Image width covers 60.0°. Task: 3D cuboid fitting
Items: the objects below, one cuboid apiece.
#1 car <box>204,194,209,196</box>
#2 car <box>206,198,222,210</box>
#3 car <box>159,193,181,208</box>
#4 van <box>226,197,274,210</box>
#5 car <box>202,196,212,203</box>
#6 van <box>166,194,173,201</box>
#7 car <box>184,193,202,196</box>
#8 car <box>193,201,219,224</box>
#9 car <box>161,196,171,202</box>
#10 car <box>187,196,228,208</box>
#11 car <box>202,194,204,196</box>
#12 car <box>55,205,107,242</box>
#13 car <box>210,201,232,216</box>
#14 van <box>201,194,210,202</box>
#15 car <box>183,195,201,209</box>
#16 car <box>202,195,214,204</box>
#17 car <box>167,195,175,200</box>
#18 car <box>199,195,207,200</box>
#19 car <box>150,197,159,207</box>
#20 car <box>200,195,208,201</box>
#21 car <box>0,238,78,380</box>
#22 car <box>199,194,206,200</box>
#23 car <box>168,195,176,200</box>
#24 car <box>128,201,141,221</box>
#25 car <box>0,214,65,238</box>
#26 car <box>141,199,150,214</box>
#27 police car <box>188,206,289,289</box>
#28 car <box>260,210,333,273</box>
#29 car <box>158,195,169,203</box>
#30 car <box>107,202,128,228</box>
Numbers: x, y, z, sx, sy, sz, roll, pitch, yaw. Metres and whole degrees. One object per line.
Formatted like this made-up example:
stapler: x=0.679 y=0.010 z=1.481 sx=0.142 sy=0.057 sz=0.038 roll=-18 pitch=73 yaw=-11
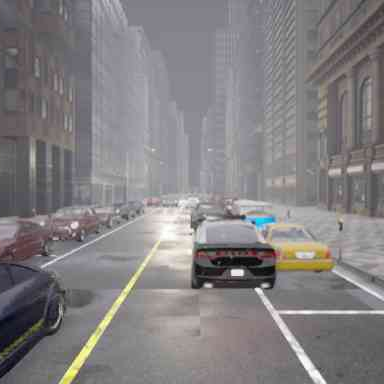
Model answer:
car: x=2.839 y=1.281 z=38.308 sx=2.192 sy=1.841 sz=5.009 roll=0 pitch=0 yaw=0
car: x=2.852 y=1.529 z=43.910 sx=1.947 sy=1.339 sz=4.313 roll=0 pitch=0 yaw=0
car: x=-2.997 y=1.314 z=47.069 sx=2.097 sy=1.767 sz=4.553 roll=0 pitch=0 yaw=0
van: x=2.792 y=1.324 z=15.902 sx=1.690 sy=1.788 sz=3.998 roll=0 pitch=0 yaw=0
car: x=2.899 y=1.535 z=66.317 sx=1.802 sy=1.307 sz=4.206 roll=0 pitch=0 yaw=0
van: x=-5.592 y=1.287 z=83.132 sx=1.690 sy=1.788 sz=3.998 roll=0 pitch=0 yaw=0
car: x=0.119 y=1.310 z=55.845 sx=2.097 sy=1.767 sz=4.553 roll=0 pitch=0 yaw=0
car: x=0.952 y=1.501 z=25.144 sx=1.812 sy=1.442 sz=4.674 roll=0 pitch=0 yaw=0
car: x=-5.615 y=1.495 z=71.927 sx=1.887 sy=1.381 sz=4.507 roll=0 pitch=0 yaw=0
car: x=0.938 y=1.331 z=19.114 sx=2.097 sy=1.767 sz=4.553 roll=0 pitch=0 yaw=0
car: x=2.863 y=1.401 z=49.512 sx=1.967 sy=1.590 sz=4.097 roll=0 pitch=0 yaw=0
car: x=-5.733 y=1.423 z=15.906 sx=1.967 sy=1.590 sz=4.097 roll=0 pitch=0 yaw=0
car: x=2.828 y=1.551 z=32.707 sx=1.802 sy=1.307 sz=4.206 roll=0 pitch=0 yaw=0
van: x=2.910 y=1.292 z=71.918 sx=1.690 sy=1.788 sz=3.998 roll=0 pitch=0 yaw=0
car: x=0.114 y=1.489 z=43.761 sx=1.812 sy=1.442 sz=4.674 roll=0 pitch=0 yaw=1
car: x=2.887 y=1.396 z=60.715 sx=1.967 sy=1.590 sz=4.097 roll=0 pitch=0 yaw=0
car: x=-5.579 y=1.488 z=88.734 sx=1.887 sy=1.381 sz=4.507 roll=0 pitch=0 yaw=0
car: x=2.946 y=1.488 z=88.725 sx=1.887 sy=1.381 sz=4.507 roll=0 pitch=0 yaw=0
car: x=-5.662 y=1.505 z=49.519 sx=1.887 sy=1.381 sz=4.507 roll=0 pitch=0 yaw=0
car: x=2.934 y=1.491 z=83.122 sx=1.887 sy=1.381 sz=4.507 roll=0 pitch=0 yaw=0
car: x=-3.093 y=1.559 z=3.891 sx=1.994 sy=1.385 sz=4.181 roll=0 pitch=0 yaw=0
car: x=2.958 y=1.382 z=94.326 sx=1.967 sy=1.590 sz=4.097 roll=0 pitch=0 yaw=0
car: x=-5.567 y=1.486 z=94.336 sx=1.887 sy=1.381 sz=4.507 roll=0 pitch=0 yaw=0
car: x=-5.709 y=1.539 z=27.110 sx=1.947 sy=1.339 sz=4.313 roll=0 pitch=0 yaw=0
car: x=-5.744 y=1.570 z=10.304 sx=1.802 sy=1.307 sz=4.206 roll=0 pitch=0 yaw=0
car: x=-5.697 y=1.535 z=32.712 sx=1.947 sy=1.339 sz=4.313 roll=0 pitch=0 yaw=0
police car: x=0.918 y=1.415 z=9.254 sx=1.930 sy=1.638 sz=5.238 roll=0 pitch=0 yaw=0
car: x=2.781 y=1.514 z=10.471 sx=1.752 sy=1.417 sz=4.829 roll=0 pitch=0 yaw=0
car: x=-5.627 y=1.393 z=66.325 sx=1.967 sy=1.590 sz=4.097 roll=0 pitch=0 yaw=0
car: x=-5.721 y=1.528 z=21.509 sx=2.008 sy=1.369 sz=4.403 roll=0 pitch=0 yaw=0
